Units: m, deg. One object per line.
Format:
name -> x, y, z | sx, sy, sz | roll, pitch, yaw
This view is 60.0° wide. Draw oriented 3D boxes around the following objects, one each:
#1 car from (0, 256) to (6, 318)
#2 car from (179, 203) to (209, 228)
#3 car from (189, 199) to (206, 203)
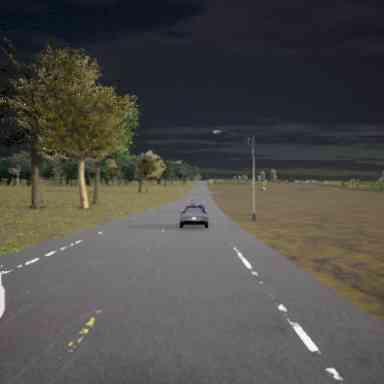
car -> -3.585, 1.216, 2.202 | 2.150, 2.045, 5.566 | 0, 1, 0
car -> 0.152, 1.693, 23.572 | 1.994, 1.385, 4.181 | 0, 0, 1
car -> 0.690, 1.608, 42.305 | 2.097, 1.767, 4.553 | 0, 0, 2
